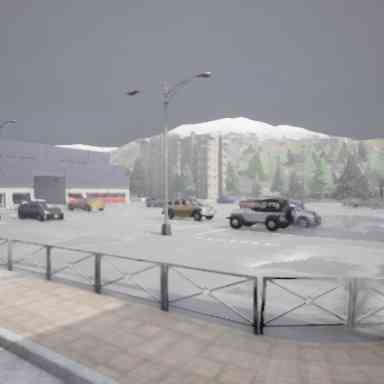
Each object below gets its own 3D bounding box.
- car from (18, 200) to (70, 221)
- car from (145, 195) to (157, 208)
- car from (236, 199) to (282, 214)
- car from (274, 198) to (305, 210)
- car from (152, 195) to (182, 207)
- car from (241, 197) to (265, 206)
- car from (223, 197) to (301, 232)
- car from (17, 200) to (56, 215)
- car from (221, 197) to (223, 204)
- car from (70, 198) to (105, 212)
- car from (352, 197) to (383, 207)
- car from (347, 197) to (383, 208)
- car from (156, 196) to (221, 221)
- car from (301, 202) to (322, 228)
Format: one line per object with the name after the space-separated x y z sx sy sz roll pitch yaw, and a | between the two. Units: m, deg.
-12.517 1.605 27.436 4.514 1.523 2.007 0 0 35 | car
-5.303 1.420 50.362 3.866 1.878 1.905 0 0 35 | car
7.449 1.560 37.060 4.514 1.523 2.007 0 0 35 | car
13.263 1.582 45.188 3.633 1.501 1.845 0 0 35 | car
-3.959 1.442 52.970 4.605 1.855 1.932 0 0 35 | car
11.232 1.697 61.328 3.806 1.475 1.970 0 0 35 | car
4.182 1.305 20.078 3.866 1.878 1.905 0 0 35 | car
-16.149 1.571 34.501 3.806 1.475 1.970 0 0 35 | car
6.901 1.720 68.051 3.633 1.501 1.845 0 0 35 | car
-12.702 1.495 39.924 5.027 1.636 2.152 0 0 35 | car
28.145 1.570 53.003 4.514 1.523 2.007 0 0 35 | car
26.374 1.560 50.414 5.027 1.636 2.152 0 0 35 | car
-0.336 1.361 27.310 4.605 1.855 1.932 0 0 35 | car
6.604 1.587 22.436 3.806 1.475 1.970 0 0 35 | car
